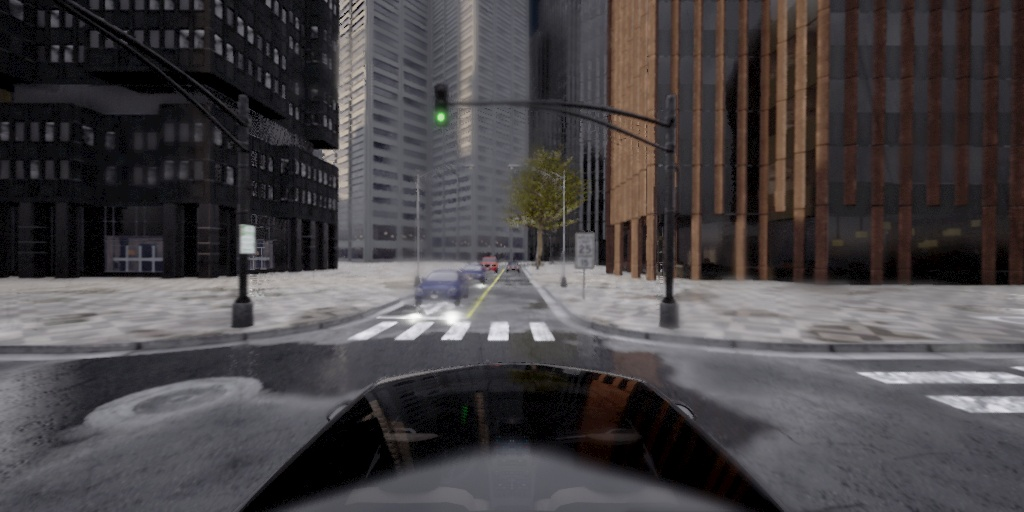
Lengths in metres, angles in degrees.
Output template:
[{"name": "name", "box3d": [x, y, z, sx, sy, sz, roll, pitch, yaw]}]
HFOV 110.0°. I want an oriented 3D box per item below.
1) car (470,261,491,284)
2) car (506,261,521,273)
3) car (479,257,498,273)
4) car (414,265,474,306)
[{"name": "car", "box3d": [-2.996, 1.387, 28.676, 1.812, 1.442, 4.674, 0, 0, 0]}, {"name": "car", "box3d": [0.154, 1.470, 47.067, 2.033, 1.411, 5.357, 0, 0, 0]}, {"name": "car", "box3d": [-2.904, 1.126, 45.864, 2.150, 2.045, 5.566, 0, 0, 1]}, {"name": "car", "box3d": [-3.041, 1.341, 16.353, 1.812, 1.442, 4.674, 0, 0, 0]}]
